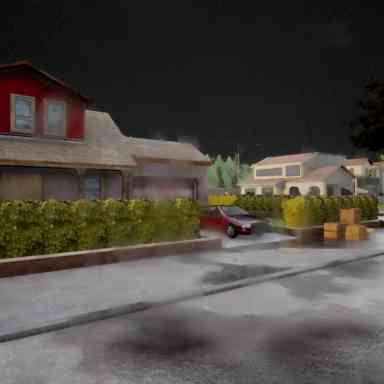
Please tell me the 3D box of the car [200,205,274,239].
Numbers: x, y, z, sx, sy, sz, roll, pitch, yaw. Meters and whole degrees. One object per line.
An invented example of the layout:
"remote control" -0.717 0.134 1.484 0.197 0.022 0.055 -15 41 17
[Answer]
"car" 1.530 1.355 16.517 2.033 1.415 5.357 0 0 -33
